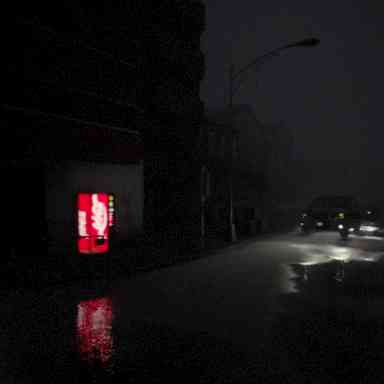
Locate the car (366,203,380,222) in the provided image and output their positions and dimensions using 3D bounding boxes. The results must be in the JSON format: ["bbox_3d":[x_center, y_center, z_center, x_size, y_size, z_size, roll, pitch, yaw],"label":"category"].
[{"bbox_3d":[13.509,1.567,26.307,1.895,1.301,4.718,1,0,36],"label":"car"}]

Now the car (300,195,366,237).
[{"bbox_3d":[7.746,1.188,18.259,2.150,2.045,5.566,1,0,36],"label":"car"}]
